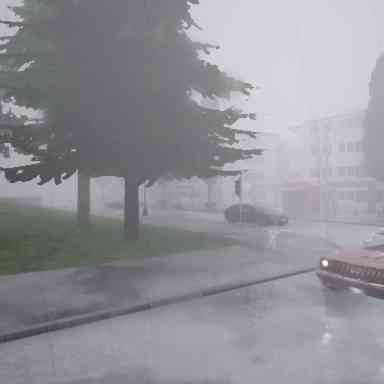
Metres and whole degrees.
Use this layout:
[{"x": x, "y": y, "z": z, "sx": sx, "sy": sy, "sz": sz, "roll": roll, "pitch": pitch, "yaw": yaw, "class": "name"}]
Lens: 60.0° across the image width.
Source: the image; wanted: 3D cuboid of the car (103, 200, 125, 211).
[{"x": -9.272, "y": 1.601, "z": 41.198, "sx": 1.895, "sy": 1.301, "sz": 4.718, "roll": 0, "pitch": 0, "yaw": -35, "class": "car"}]

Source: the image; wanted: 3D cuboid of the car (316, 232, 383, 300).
[{"x": 5.011, "y": 1.601, "z": 7.704, "sx": 4.718, "sy": 1.301, "sz": 1.895, "roll": 0, "pitch": 0, "yaw": -34, "class": "car"}]

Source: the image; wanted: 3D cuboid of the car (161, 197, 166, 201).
[{"x": -5.277, "y": 1.515, "z": 83.150, "sx": 4.536, "sy": 1.218, "sz": 1.853, "roll": 0, "pitch": 0, "yaw": -6, "class": "car"}]

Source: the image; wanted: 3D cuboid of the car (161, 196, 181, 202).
[{"x": -5.226, "y": 1.673, "z": 83.155, "sx": 4.974, "sy": 1.542, "sz": 2.038, "roll": 0, "pitch": 0, "yaw": -6, "class": "car"}]

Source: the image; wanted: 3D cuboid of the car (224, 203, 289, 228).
[{"x": 4.203, "y": 1.504, "z": 22.294, "sx": 1.837, "sy": 1.490, "sz": 4.892, "roll": 0, "pitch": 0, "yaw": -36, "class": "car"}]
